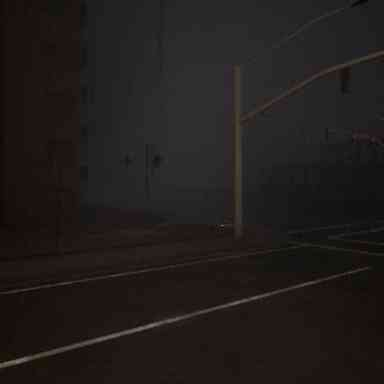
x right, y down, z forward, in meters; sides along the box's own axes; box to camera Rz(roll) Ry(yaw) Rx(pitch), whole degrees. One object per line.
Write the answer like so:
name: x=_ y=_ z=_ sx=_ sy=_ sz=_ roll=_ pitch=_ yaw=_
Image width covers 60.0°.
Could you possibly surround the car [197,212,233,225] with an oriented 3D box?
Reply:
car: x=1.620 y=2.743 z=32.792 sx=2.033 sy=1.411 sz=5.357 roll=0 pitch=-9 yaw=-36
